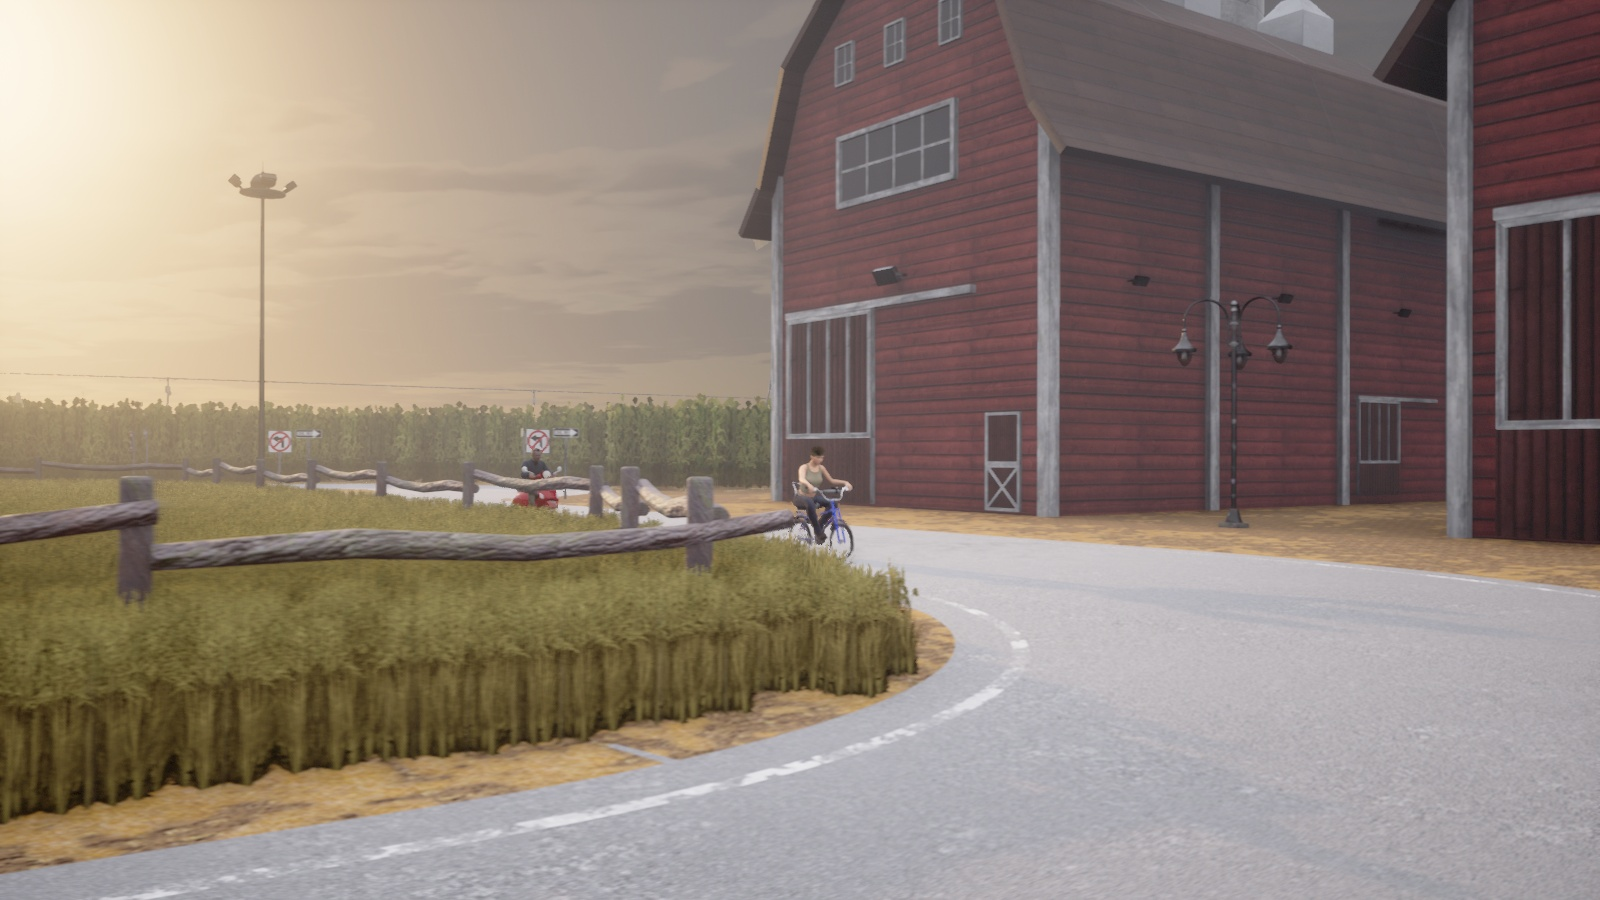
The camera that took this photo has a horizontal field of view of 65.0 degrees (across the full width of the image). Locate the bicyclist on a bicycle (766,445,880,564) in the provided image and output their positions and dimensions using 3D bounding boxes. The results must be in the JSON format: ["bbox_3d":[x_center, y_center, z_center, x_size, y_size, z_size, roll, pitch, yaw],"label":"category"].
[{"bbox_3d":[0.307,0.742,17.838,0.866,1.612,1.509,0,0,-37],"label":"bicyclist on a bicycle"}]

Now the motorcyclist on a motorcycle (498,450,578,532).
[{"bbox_3d":[-5.243,0.789,25.063,0.866,1.590,1.817,0,0,-38],"label":"motorcyclist on a motorcycle"}]
